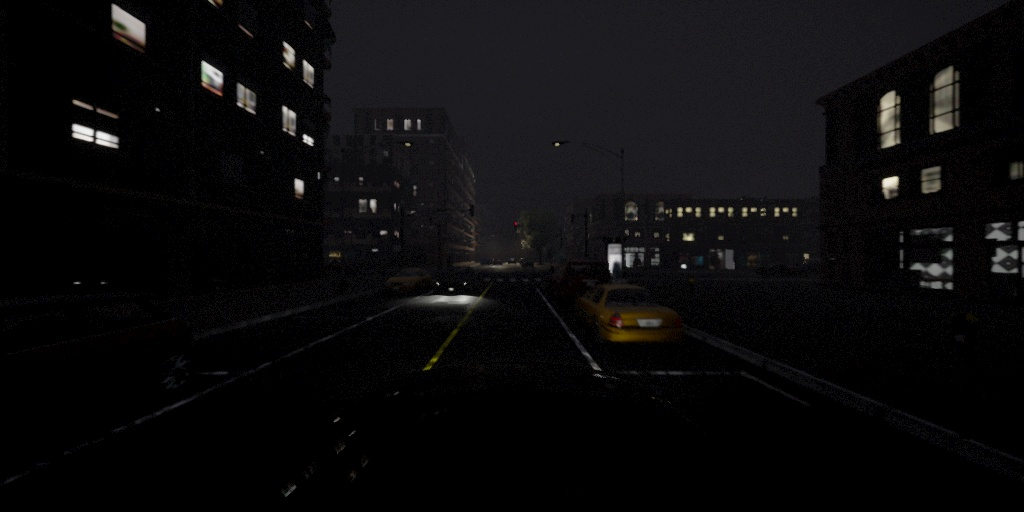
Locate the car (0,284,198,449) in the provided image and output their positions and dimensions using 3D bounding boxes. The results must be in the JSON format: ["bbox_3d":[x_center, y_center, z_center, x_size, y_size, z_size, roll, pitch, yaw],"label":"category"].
[{"bbox_3d":[-5.690,1.189,3.626,1.967,1.591,4.097,0,0,0],"label":"car"}]

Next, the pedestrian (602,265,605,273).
[{"bbox_3d":[7.135,0.918,28.046,0.375,1.860,0.375,0,0,0],"label":"pedestrian"}]

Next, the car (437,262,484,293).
[{"bbox_3d":[-3.053,1.288,20.726,2.033,1.411,5.357,0,0,0],"label":"car"}]

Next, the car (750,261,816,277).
[{"bbox_3d":[26.155,1.403,34.724,4.507,1.381,1.888,0,0,0],"label":"car"}]

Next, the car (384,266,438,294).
[{"bbox_3d":[-5.687,1.266,20.075,1.751,1.417,4.829,0,0,0],"label":"car"}]

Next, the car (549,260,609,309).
[{"bbox_3d":[2.693,1.058,14.703,2.192,1.841,5.009,0,0,0],"label":"car"}]

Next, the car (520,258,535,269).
[{"bbox_3d":[2.703,1.302,58.193,2.007,1.370,4.403,0,0,0],"label":"car"}]

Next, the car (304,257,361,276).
[{"bbox_3d":[-17.269,0.997,34.478,5.009,1.841,2.192,0,0,0],"label":"car"}]

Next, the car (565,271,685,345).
[{"bbox_3d":[2.692,1.272,9.333,1.751,1.417,4.829,0,0,0],"label":"car"}]

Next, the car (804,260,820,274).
[{"bbox_3d":[33.650,1.438,40.604,5.357,1.411,2.033,0,0,0],"label":"car"}]

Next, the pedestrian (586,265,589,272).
[{"bbox_3d":[6.141,0.878,29.246,0.375,1.860,0.375,0,0,0],"label":"pedestrian"}]
